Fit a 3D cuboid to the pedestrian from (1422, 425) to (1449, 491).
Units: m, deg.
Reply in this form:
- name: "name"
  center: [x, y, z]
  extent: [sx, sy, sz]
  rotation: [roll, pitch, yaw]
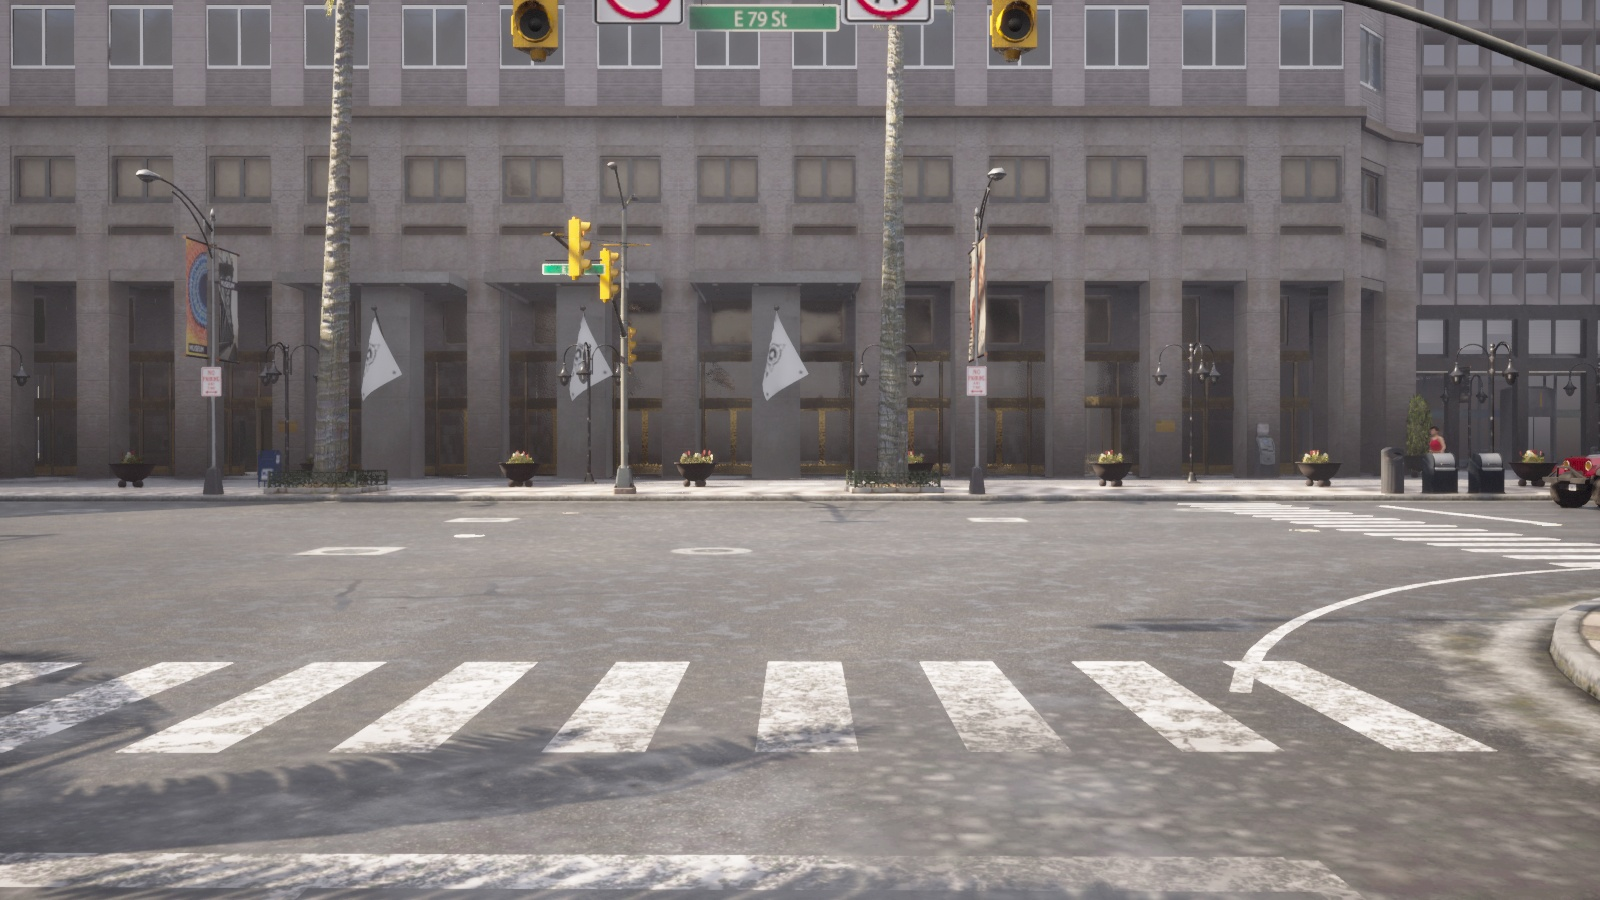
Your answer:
- name: "pedestrian"
  center: [17.923, 0.218, 35.430]
  extent: [0.594, 1.836, 0.345]
  rotation: [0, 0, -14]

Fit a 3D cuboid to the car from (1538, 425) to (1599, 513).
- name: "car"
  center: [18.784, 0.401, 27.708]
  extent: [3.866, 1.878, 1.905]
  rotation: [0, 0, 1]
